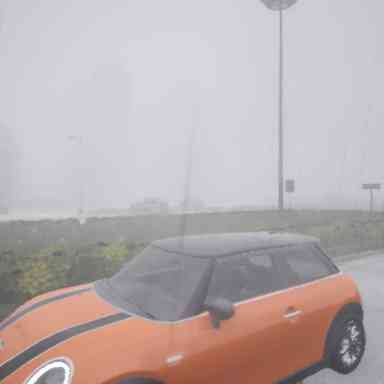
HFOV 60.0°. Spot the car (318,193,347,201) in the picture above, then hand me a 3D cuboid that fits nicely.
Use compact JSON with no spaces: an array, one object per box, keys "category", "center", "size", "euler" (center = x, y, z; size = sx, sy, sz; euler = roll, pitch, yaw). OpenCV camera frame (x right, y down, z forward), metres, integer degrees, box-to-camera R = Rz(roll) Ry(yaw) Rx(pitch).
[{"category":"car","center":[27.339,1.270,64.911],"size":[2.150,2.045,5.566],"euler":[0,0,-35]}]

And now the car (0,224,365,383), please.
[{"category":"car","center":[0.051,1.354,4.013],"size":[4.553,1.767,2.097],"euler":[0,0,-35]}]

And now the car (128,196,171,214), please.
[{"category":"car","center":[-3.754,1.321,28.792],"size":[1.932,1.855,4.605],"euler":[0,0,-36]}]

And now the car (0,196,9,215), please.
[{"category":"car","center":[-19.779,1.317,33.556],"size":[1.905,1.878,3.866],"euler":[0,0,-36]}]

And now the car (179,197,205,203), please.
[{"category":"car","center":[-0.169,1.501,47.746],"size":[2.242,1.667,4.611],"euler":[0,0,-36]}]
